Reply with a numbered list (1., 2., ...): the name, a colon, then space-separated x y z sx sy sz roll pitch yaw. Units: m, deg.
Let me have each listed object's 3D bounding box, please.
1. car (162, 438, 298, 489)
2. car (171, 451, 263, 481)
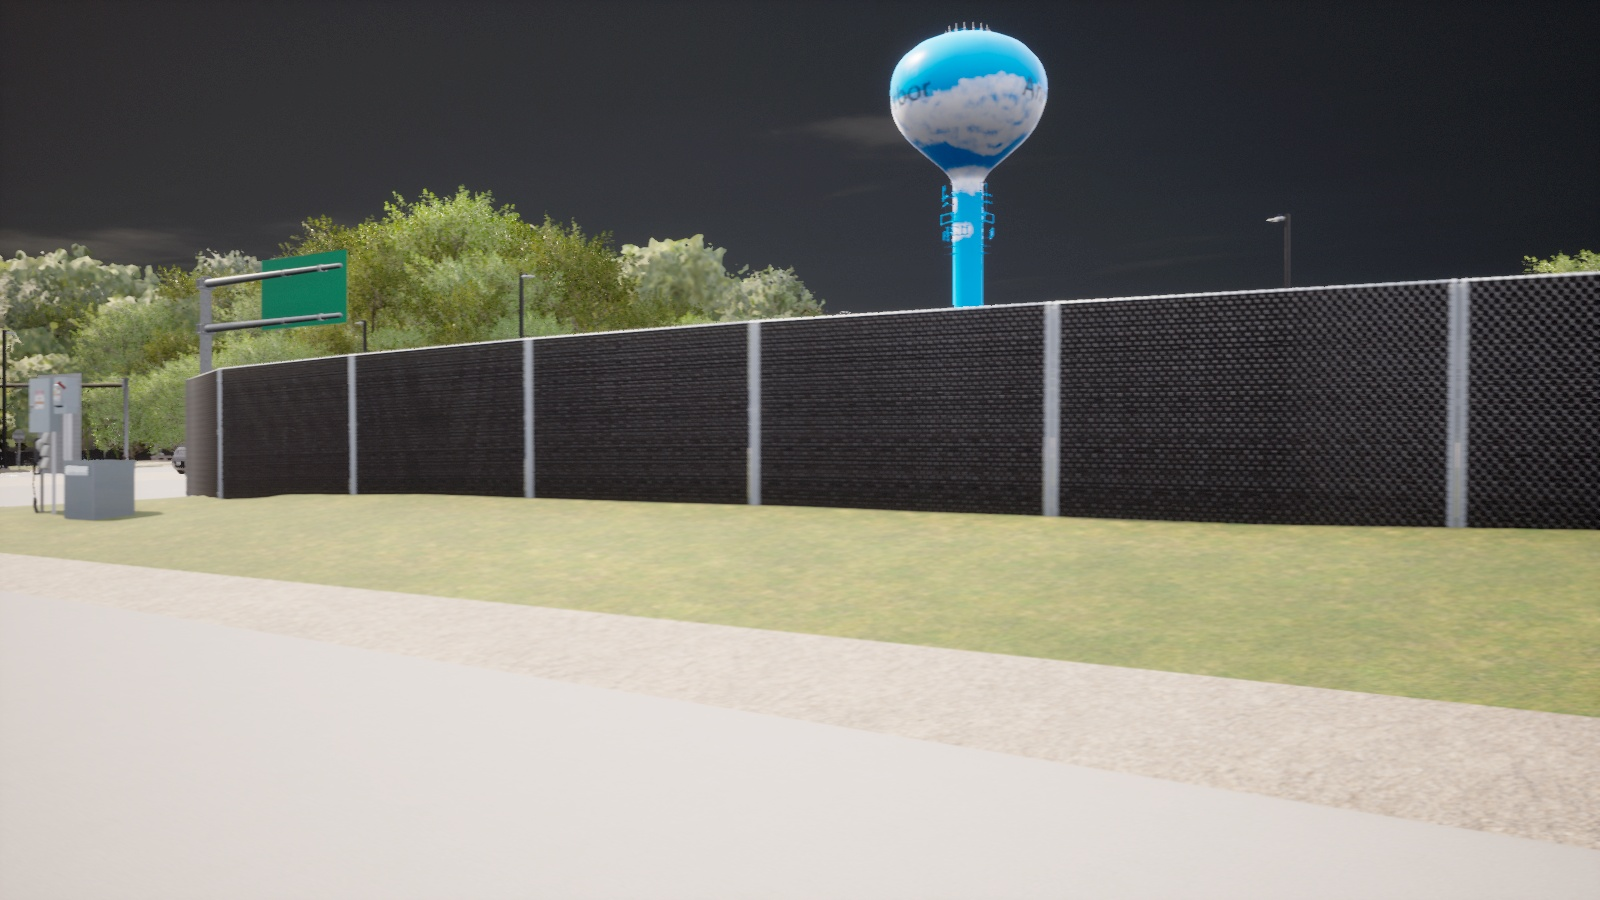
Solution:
1. car: -18.757 0.424 41.448 1.845 1.501 3.633 -1 1 34
2. car: -34.567 0.933 74.546 2.007 1.525 4.514 -1 2 32
